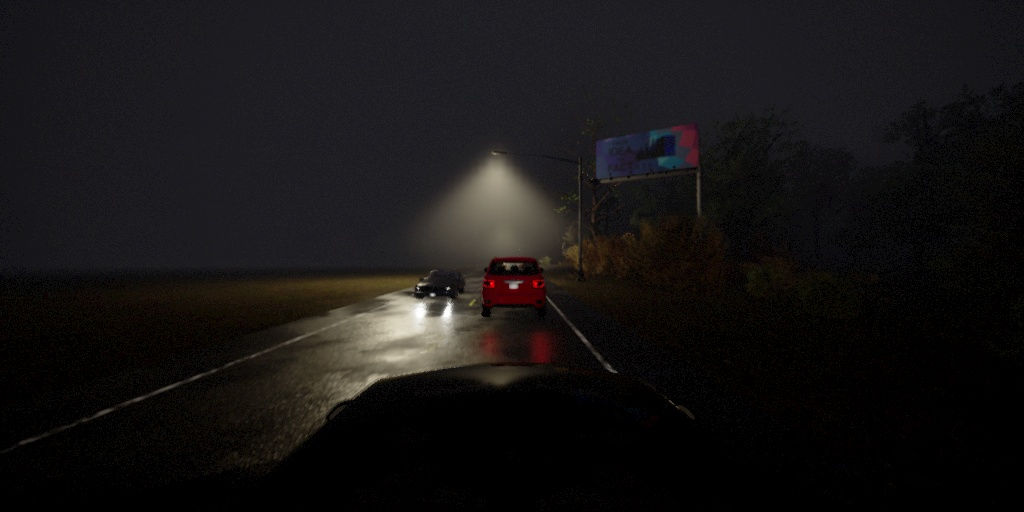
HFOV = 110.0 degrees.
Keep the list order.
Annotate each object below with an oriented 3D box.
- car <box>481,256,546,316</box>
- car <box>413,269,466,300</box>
[{"bbox_3d":[0.072,1.031,13.816,2.150,2.045,5.566,0,0,0],"label":"car"},{"bbox_3d":[-3.542,1.379,18.706,2.033,1.411,5.357,0,0,0],"label":"car"}]
